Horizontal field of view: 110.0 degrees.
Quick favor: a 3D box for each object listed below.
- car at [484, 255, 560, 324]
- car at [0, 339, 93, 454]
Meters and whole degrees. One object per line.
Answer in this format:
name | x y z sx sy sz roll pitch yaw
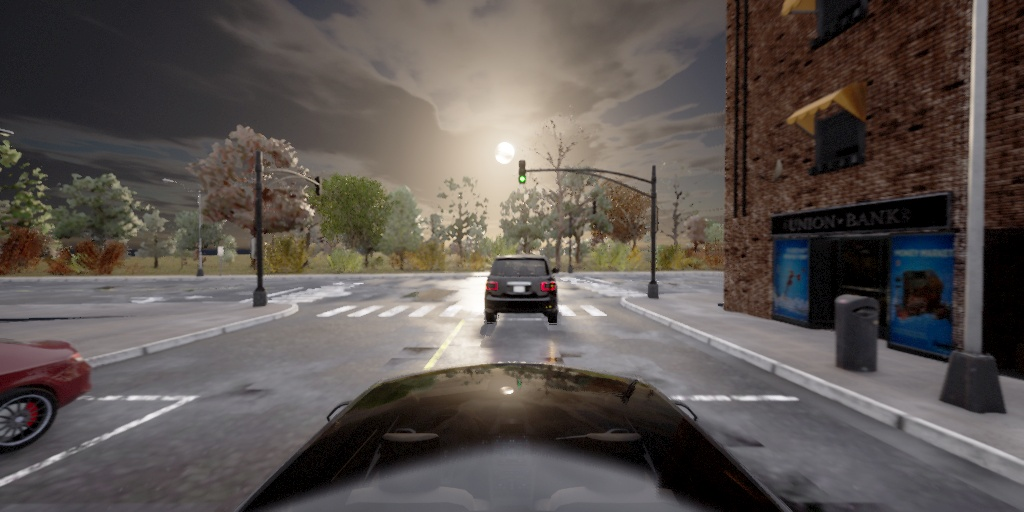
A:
car | 0.443 0.980 12.280 2.150 2.045 5.566 0 0 5
car | -5.789 1.333 2.492 1.802 1.307 4.207 0 0 0
